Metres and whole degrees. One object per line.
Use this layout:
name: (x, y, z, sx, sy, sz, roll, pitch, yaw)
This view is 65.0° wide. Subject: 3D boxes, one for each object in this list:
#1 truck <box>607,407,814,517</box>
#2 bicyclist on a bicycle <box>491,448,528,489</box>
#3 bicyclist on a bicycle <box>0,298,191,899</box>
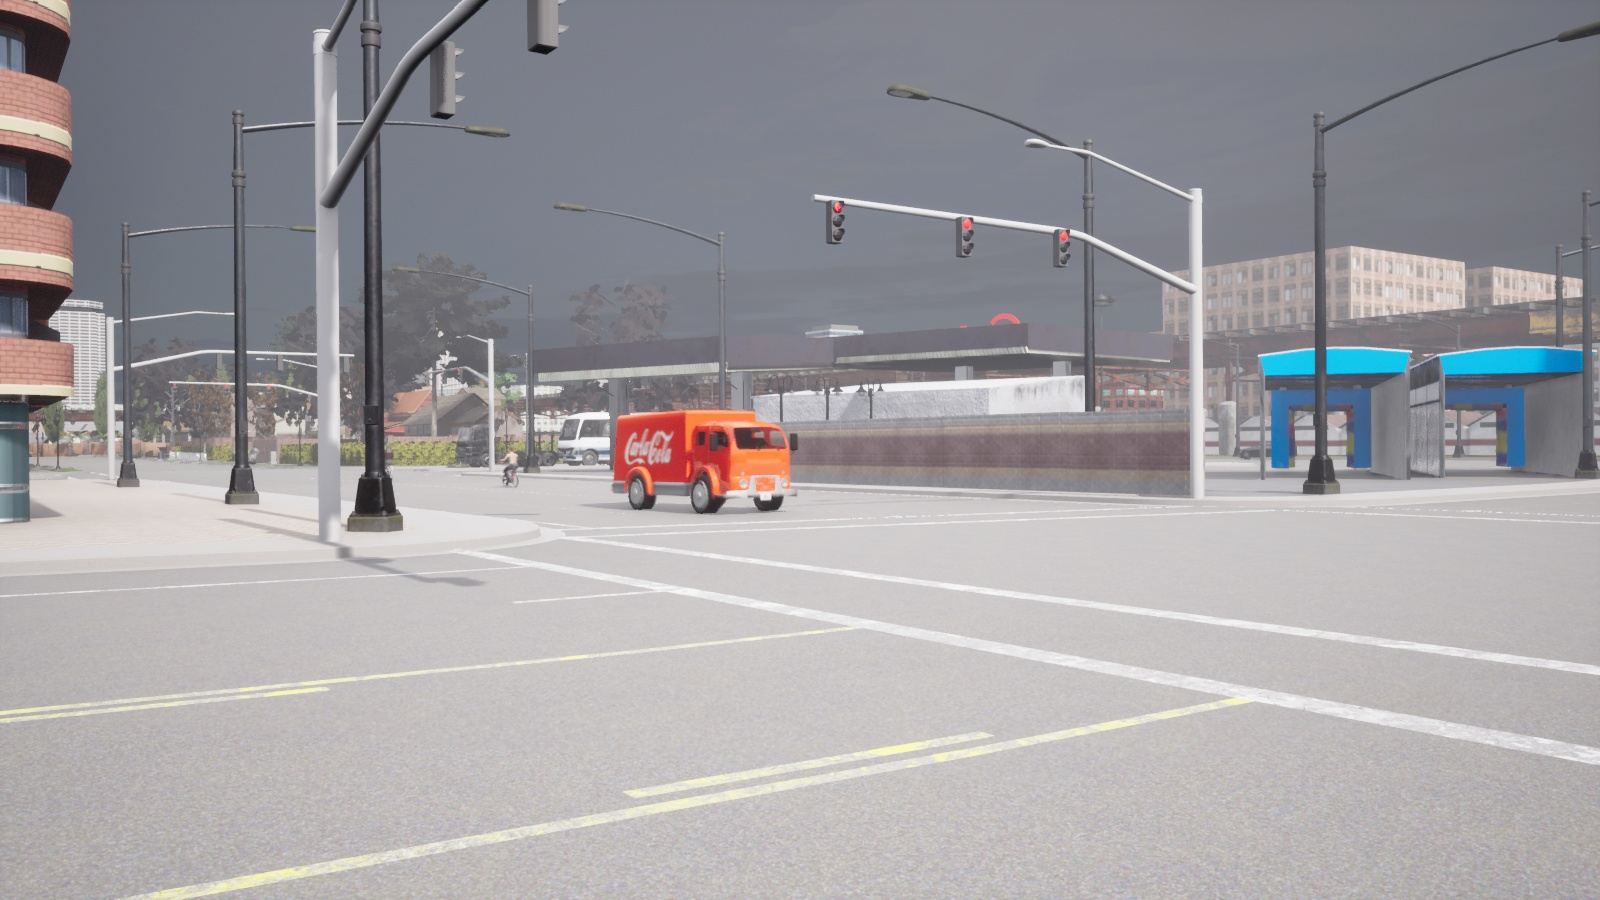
truck: (-2.319, 0.280, 31.001, 2.627, 2.467, 5.204, -1, 0, -37)
bicyclist on a bicycle: (-11.552, 0.731, 49.900, 0.866, 1.612, 1.509, -1, 0, -36)
bicyclist on a bicycle: (-2.100, 0.623, 2.117, 1.843, 1.776, 0.659, 0, 0, -36)
